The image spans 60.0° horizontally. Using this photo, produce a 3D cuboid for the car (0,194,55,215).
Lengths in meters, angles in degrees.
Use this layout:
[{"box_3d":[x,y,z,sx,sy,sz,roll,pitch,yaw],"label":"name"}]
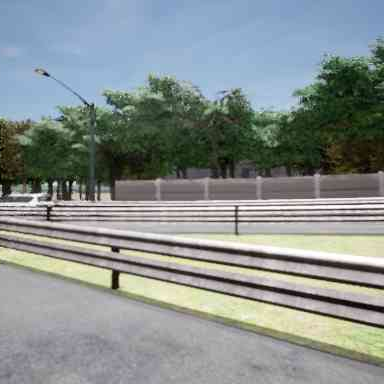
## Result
[{"box_3d":[-13.288,1.179,25.432,5.566,2.045,2.150,0,0,12],"label":"car"}]
